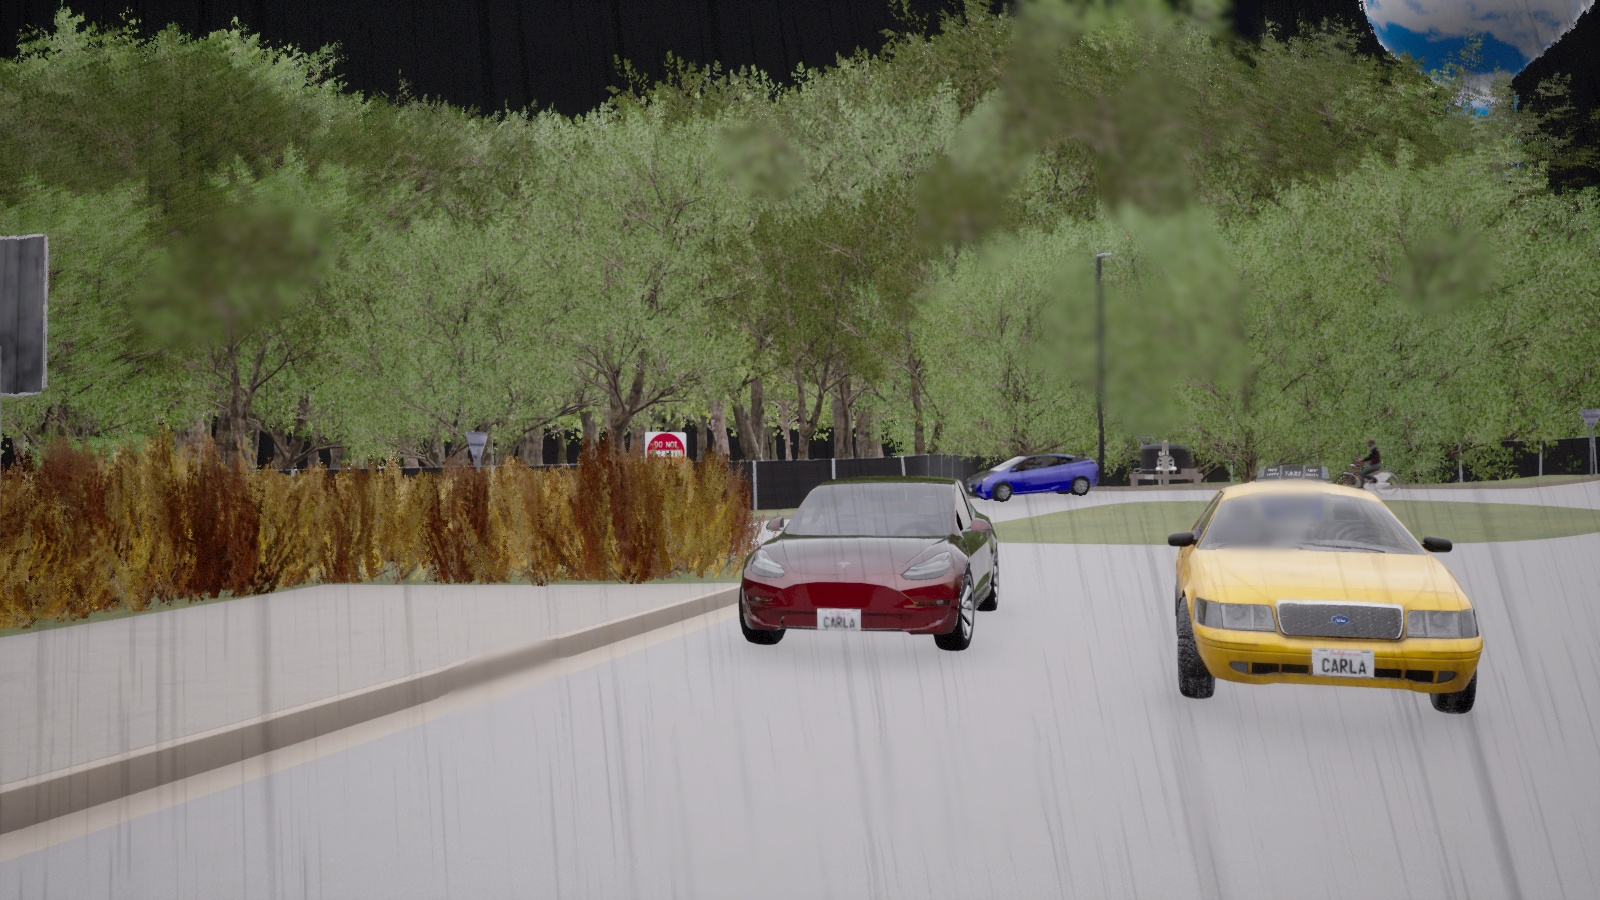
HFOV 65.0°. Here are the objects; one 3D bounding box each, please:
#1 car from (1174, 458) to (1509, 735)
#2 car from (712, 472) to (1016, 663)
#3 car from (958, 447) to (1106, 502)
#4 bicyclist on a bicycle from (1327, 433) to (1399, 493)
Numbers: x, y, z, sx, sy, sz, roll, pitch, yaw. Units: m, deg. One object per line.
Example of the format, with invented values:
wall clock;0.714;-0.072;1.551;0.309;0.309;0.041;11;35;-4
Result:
car;3.950;0.863;10.039;1.801;1.575;5.366;0;0;16
car;0.887;0.986;12.515;2.163;1.488;4.792;-1;-1;13
car;7.994;0.817;43.483;4.514;1.525;2.007;-4;1;-11
bicyclist on a bicycle;17.273;0.418;38.520;1.843;1.776;0.659;-2;2;39
